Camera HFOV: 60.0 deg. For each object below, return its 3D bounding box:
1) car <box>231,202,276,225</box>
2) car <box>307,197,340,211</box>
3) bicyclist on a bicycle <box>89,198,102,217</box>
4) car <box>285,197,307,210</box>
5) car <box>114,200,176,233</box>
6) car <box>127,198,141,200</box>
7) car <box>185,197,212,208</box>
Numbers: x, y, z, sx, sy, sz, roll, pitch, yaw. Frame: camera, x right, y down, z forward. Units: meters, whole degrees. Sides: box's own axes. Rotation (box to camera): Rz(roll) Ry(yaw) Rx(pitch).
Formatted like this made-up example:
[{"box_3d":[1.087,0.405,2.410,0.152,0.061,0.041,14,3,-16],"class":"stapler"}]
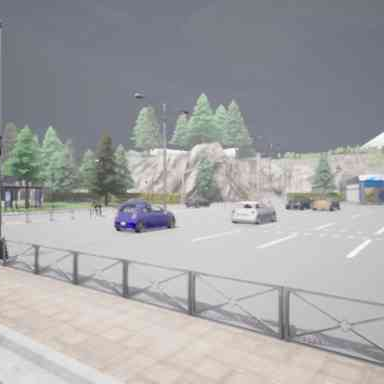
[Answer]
[{"box_3d":[4.269,1.395,22.701,1.970,1.475,3.806,0,0,35],"class":"car"},{"box_3d":[15.232,1.339,37.808,2.152,1.636,5.027,0,0,35],"class":"car"},{"box_3d":[-8.084,1.308,27.941,1.656,1.620,0.582,0,0,35],"class":"bicyclist on a bicycle"},{"box_3d":[12.649,1.348,39.588,2.007,1.523,4.514,0,0,35],"class":"car"},{"box_3d":[-2.468,1.384,18.392,1.845,1.501,3.633,0,0,35],"class":"car"},{"box_3d":[-7.526,1.529,41.778,1.812,1.442,4.674,0,0,35],"class":"car"},{"box_3d":[0.992,1.497,47.664,2.128,1.511,4.902,0,0,35],"class":"car"}]
